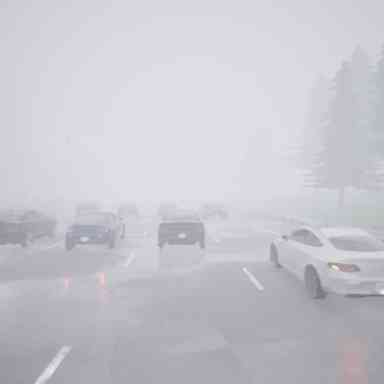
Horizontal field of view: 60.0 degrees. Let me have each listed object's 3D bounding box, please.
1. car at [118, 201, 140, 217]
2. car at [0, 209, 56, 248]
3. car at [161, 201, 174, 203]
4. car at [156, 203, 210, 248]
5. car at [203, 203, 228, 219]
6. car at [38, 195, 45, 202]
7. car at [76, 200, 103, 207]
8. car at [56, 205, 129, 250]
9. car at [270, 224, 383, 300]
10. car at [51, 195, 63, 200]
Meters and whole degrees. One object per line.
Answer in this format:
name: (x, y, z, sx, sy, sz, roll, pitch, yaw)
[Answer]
car: (-5.749, 1.495, 30.090, 1.812, 1.442, 4.674, 0, 0, -9)
car: (-7.538, 1.467, 14.671, 1.882, 1.535, 5.008, 0, 0, -4)
car: (-2.182, 1.530, 29.971, 1.994, 1.385, 4.181, 0, 0, -8)
car: (-0.524, 1.460, 14.693, 1.882, 1.535, 5.008, 0, 0, -4)
car: (1.636, 1.566, 28.005, 1.895, 1.301, 4.718, 0, 0, -7)
car: (-31.407, 1.363, 67.790, 1.837, 1.490, 4.892, 0, 0, -12)
car: (-9.325, 1.449, 30.452, 1.882, 1.535, 5.008, 0, 0, -9)
car: (-4.005, 1.512, 14.207, 1.812, 1.442, 4.674, 0, 0, -4)
car: (3.338, 1.513, 8.230, 1.812, 1.442, 4.674, 0, 0, -2)
car: (-28.166, 1.337, 69.351, 1.837, 1.490, 4.892, 0, 0, -12)
